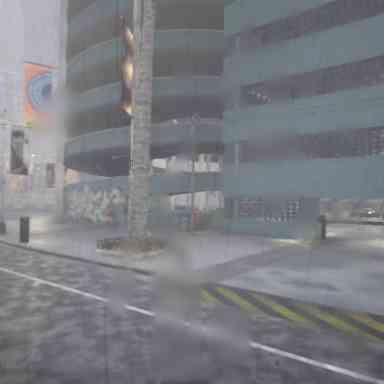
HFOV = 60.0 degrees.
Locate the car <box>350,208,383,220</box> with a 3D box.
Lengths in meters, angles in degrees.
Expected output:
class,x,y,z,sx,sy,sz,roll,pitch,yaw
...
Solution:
class,x,y,z,sx,sy,sz,roll,pitch,yaw
car,23.930,2.963,45.036,4.674,1.452,2.002,0,-2,37
